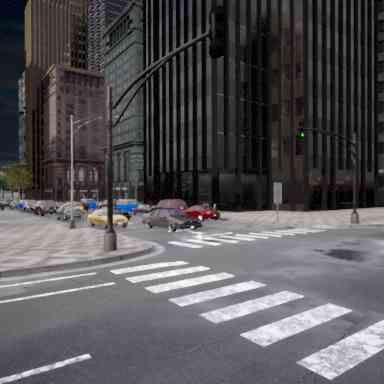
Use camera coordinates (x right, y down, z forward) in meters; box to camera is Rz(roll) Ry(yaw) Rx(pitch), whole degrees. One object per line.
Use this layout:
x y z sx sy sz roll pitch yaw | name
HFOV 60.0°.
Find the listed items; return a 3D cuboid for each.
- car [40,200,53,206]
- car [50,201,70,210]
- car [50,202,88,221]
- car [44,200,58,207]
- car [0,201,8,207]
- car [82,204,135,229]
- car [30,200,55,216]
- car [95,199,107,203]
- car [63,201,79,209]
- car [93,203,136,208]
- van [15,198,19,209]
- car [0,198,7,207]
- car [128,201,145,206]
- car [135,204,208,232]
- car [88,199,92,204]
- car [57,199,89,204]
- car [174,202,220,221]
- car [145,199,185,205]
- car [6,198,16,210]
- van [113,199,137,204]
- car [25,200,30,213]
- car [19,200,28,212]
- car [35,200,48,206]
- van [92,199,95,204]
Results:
-34.769 2.660 79.181 1.947 1.339 4.313 -1 0 -35 | car
-23.051 2.341 57.981 2.033 1.411 5.357 0 -1 -35 | car
-12.005 2.004 32.520 2.008 1.369 4.403 -1 0 -35 | car
-31.751 2.595 74.942 1.947 1.339 4.313 -1 0 -35 | car
-44.426 2.771 78.045 1.802 1.307 4.206 -1 0 -35 | car
-6.239 1.843 24.422 1.752 1.417 4.829 -1 0 -35 | car
-17.679 1.901 40.480 2.192 1.841 5.009 -1 0 -35 | car
-11.175 1.875 46.087 2.192 1.841 5.009 -1 0 -35 | car
-22.697 2.407 62.230 1.802 1.307 4.206 -1 0 -35 | car
-7.303 1.984 30.525 1.895 1.301 4.718 0 -1 -35 | car
-26.181 2.123 52.419 1.690 1.788 3.998 -1 0 -35 | van
-41.308 2.667 73.665 1.887 1.381 4.507 -1 0 -35 | car
-5.277 2.004 37.793 1.802 1.307 4.206 -1 0 -35 | car
-1.529 1.794 22.414 2.033 1.411 5.357 0 -1 -36 | car
-16.997 2.132 49.565 1.882 1.535 5.008 0 -1 -35 | car
-14.730 2.034 40.976 1.882 1.535 5.008 0 -1 -35 | car
0.615 1.829 29.499 1.887 1.381 4.507 -1 0 -35 | car
-2.336 1.668 33.646 2.192 1.841 5.009 -1 0 -35 | car
-31.951 2.354 60.524 1.967 1.590 4.097 -1 0 -35 | car
-8.229 1.832 41.940 1.690 1.788 3.998 -1 0 -35 | van
-20.509 2.196 44.460 1.887 1.381 4.507 -1 0 -35 | car
-23.345 2.157 48.439 1.967 1.590 4.097 -1 0 -35 | car
-37.787 2.710 83.418 2.008 1.369 4.403 -1 0 -35 | car
-17.067 2.037 54.381 1.690 1.788 3.998 -1 0 -35 | van
